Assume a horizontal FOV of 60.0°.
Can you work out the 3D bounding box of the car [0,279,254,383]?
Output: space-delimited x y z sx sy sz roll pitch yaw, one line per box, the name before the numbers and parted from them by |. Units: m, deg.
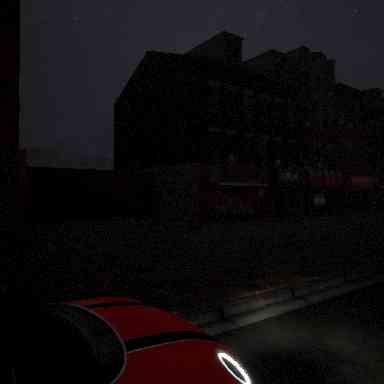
car | -1.657 1.351 2.098 4.553 1.767 2.097 0 0 -36
